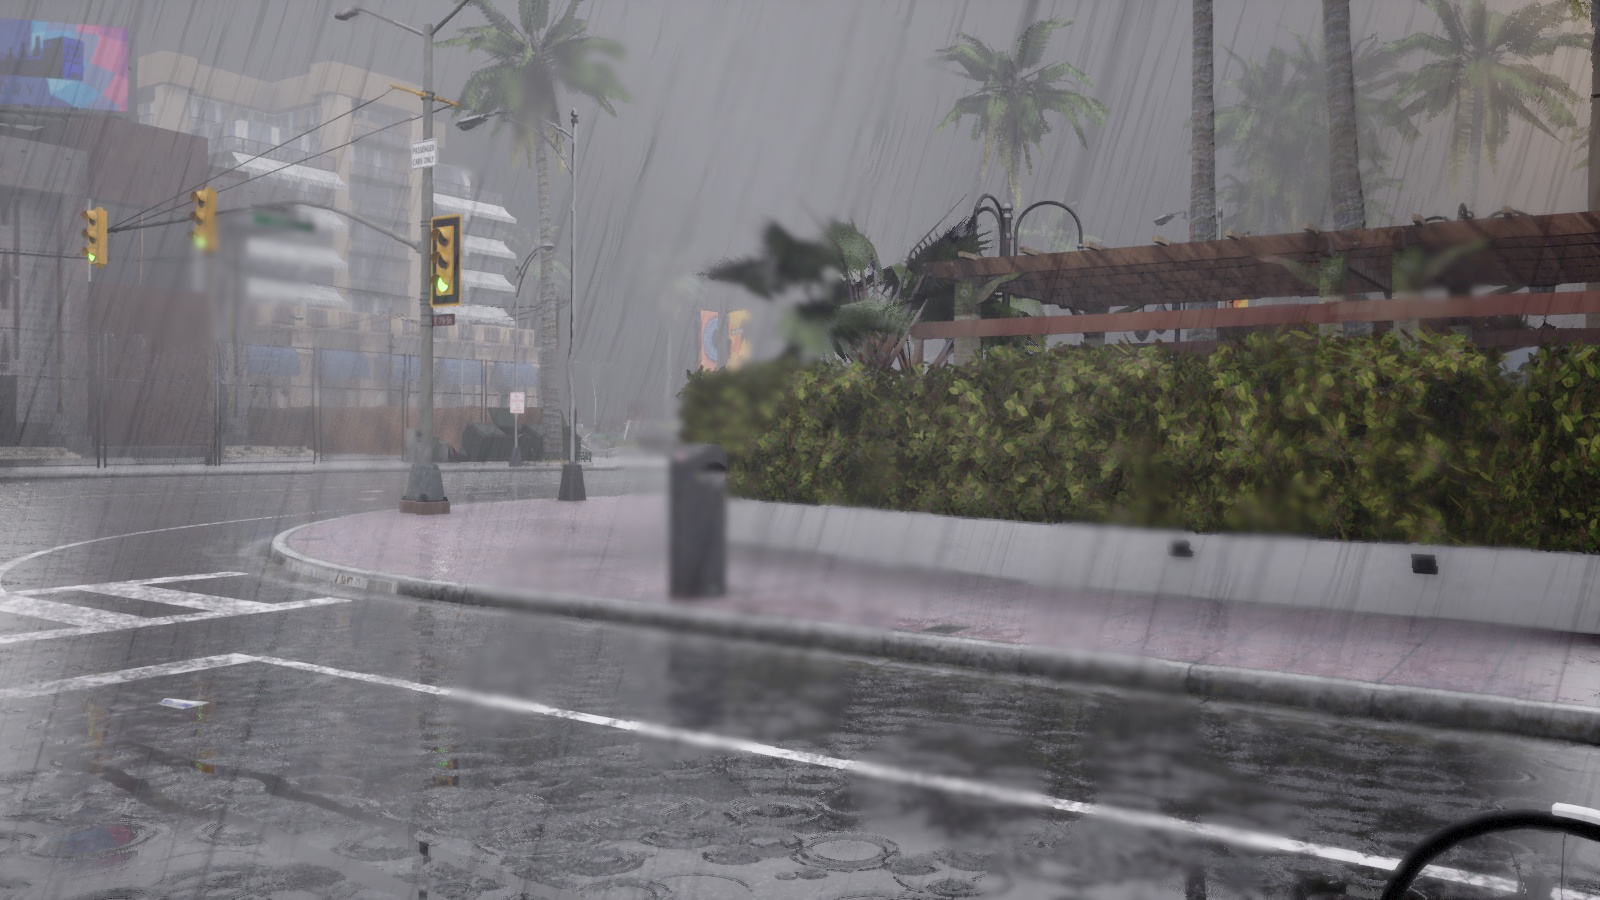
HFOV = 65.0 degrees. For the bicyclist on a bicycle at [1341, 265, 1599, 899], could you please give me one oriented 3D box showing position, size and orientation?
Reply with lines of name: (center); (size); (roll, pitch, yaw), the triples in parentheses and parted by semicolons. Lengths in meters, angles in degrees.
bicyclist on a bicycle: (2.029, 0.553, 2.267); (1.843, 1.776, 0.659); (0, 1, 34)
